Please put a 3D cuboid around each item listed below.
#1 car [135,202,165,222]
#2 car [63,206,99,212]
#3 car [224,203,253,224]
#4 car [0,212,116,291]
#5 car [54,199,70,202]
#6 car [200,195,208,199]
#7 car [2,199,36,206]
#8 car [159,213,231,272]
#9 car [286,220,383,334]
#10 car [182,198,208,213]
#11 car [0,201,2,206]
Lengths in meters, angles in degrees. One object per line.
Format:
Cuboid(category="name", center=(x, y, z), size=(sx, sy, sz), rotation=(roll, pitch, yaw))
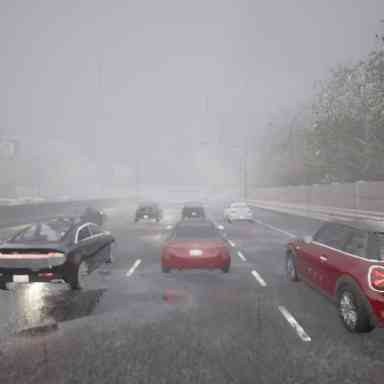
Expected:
Cuboid(category="car", center=(-3.384, 1.571, 26.839), size=(1.837, 1.490, 4.892), rotation=(0, 0, 0))
Cuboid(category="car", center=(-6.885, 1.598, 20.792), size=(2.033, 1.411, 5.357), rotation=(0, 0, 0))
Cuboid(category="car", center=(3.515, 1.576, 25.662), size=(1.812, 1.442, 4.674), rotation=(0, 0, 0))
Cuboid(category="car", center=(-3.392, 1.513, 9.025), size=(2.128, 1.511, 4.902), rotation=(0, 0, 0))
Cuboid(category="car", center=(-17.550, 1.663, 44.711), size=(2.033, 1.411, 5.357), rotation=(0, 0, 0))
Cuboid(category="car", center=(3.558, 1.820, 93.683), size=(1.812, 1.442, 4.674), rotation=(0, 0, 0))
Cuboid(category="car", center=(-21.059, 1.631, 41.234), size=(1.812, 1.442, 4.674), rotation=(0, 0, 0))
Cuboid(category="car", center=(0.108, 1.589, 10.885), size=(1.994, 1.385, 4.181), rotation=(0, 0, 0))
Cuboid(category="car", center=(3.530, 1.351, 6.952), size=(2.097, 1.767, 4.553), rotation=(0, 0, 0))
Cuboid(category="car", center=(0.121, 1.548, 28.411), size=(1.882, 1.535, 5.008), rotation=(0, 0, 0))
Cuboid(category="car", center=(-24.563, 1.650, 40.318), size=(2.033, 1.411, 5.357), rotation=(0, 0, 0))
